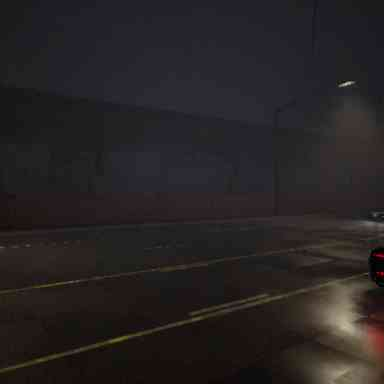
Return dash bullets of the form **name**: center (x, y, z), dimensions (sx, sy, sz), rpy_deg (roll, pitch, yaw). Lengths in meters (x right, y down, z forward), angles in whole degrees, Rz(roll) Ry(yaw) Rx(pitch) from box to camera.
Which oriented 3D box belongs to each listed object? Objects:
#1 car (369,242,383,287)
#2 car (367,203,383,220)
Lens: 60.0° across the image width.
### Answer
- **car**: center (6.264, 1.574, 8.216), dimensions (4.892, 1.490, 1.837), rpy_deg (0, 0, -35)
- **car**: center (17.288, 1.709, 29.177), dimensions (4.902, 1.511, 2.128), rpy_deg (1, 0, -35)
